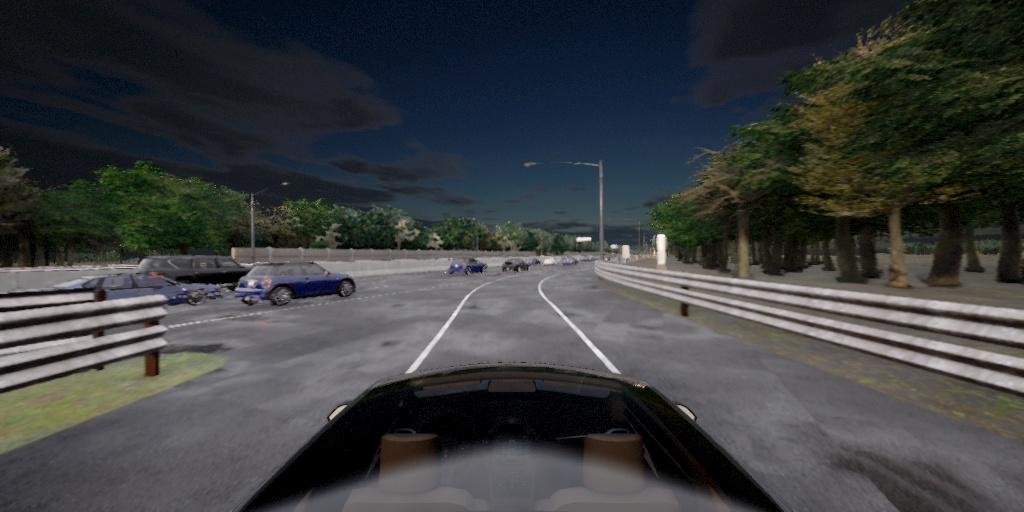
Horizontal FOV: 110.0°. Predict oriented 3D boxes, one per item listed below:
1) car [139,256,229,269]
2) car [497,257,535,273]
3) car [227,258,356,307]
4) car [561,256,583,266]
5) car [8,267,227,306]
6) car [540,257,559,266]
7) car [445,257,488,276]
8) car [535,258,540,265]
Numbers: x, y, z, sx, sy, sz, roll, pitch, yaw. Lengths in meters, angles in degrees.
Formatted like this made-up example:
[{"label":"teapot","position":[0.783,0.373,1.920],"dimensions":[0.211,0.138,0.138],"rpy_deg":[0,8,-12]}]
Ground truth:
[{"label":"car","position":[-15.515,1.001,18.381],"dimensions":[2.150,2.045,5.566],"rpy_deg":[-1,0,23]},{"label":"car","position":[0.511,1.038,38.314],"dimensions":[1.837,1.490,4.892],"rpy_deg":[-1,0,23]},{"label":"car","position":[-9.097,1.054,15.581],"dimensions":[2.097,1.767,4.553],"rpy_deg":[-1,0,23]},{"label":"car","position":[10.079,0.911,61.000],"dimensions":[2.033,1.411,5.357],"rpy_deg":[-1,0,23]},{"label":"car","position":[-13.959,1.320,13.063],"dimensions":[2.033,1.411,5.357],"rpy_deg":[-1,0,23]},{"label":"car","position":[6.856,0.930,62.373],"dimensions":[1.812,1.442,4.674],"rpy_deg":[-1,0,23]},{"label":"car","position":[-4.386,0.955,35.721],"dimensions":[2.097,1.767,4.553],"rpy_deg":[-1,0,23]},{"label":"car","position":[3.638,0.992,63.738],"dimensions":[2.033,1.411,5.357],"rpy_deg":[-1,0,23]}]
